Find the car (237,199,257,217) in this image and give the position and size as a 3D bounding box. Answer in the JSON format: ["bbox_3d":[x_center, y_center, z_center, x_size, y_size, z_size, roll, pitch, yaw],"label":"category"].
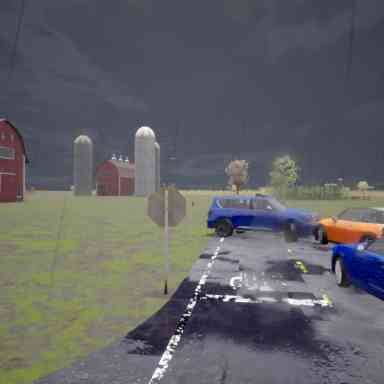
[{"bbox_3d":[5.453,1.502,33.022,1.837,1.490,4.892,0,0,9],"label":"car"}]

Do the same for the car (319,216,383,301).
[{"bbox_3d":[4.470,1.480,6.311,1.882,1.535,5.008,0,0,-3],"label":"car"}]

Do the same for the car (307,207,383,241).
[{"bbox_3d":[6.702,1.364,12.912,2.097,1.767,4.553,0,0,-9],"label":"car"}]

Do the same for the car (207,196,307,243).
[{"bbox_3d":[3.402,1.218,16.470,5.566,2.045,2.150,0,0,32],"label":"car"}]

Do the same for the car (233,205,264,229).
[{"bbox_3d":[3.818,1.601,22.711,1.895,1.301,4.718,0,0,9],"label":"car"}]
